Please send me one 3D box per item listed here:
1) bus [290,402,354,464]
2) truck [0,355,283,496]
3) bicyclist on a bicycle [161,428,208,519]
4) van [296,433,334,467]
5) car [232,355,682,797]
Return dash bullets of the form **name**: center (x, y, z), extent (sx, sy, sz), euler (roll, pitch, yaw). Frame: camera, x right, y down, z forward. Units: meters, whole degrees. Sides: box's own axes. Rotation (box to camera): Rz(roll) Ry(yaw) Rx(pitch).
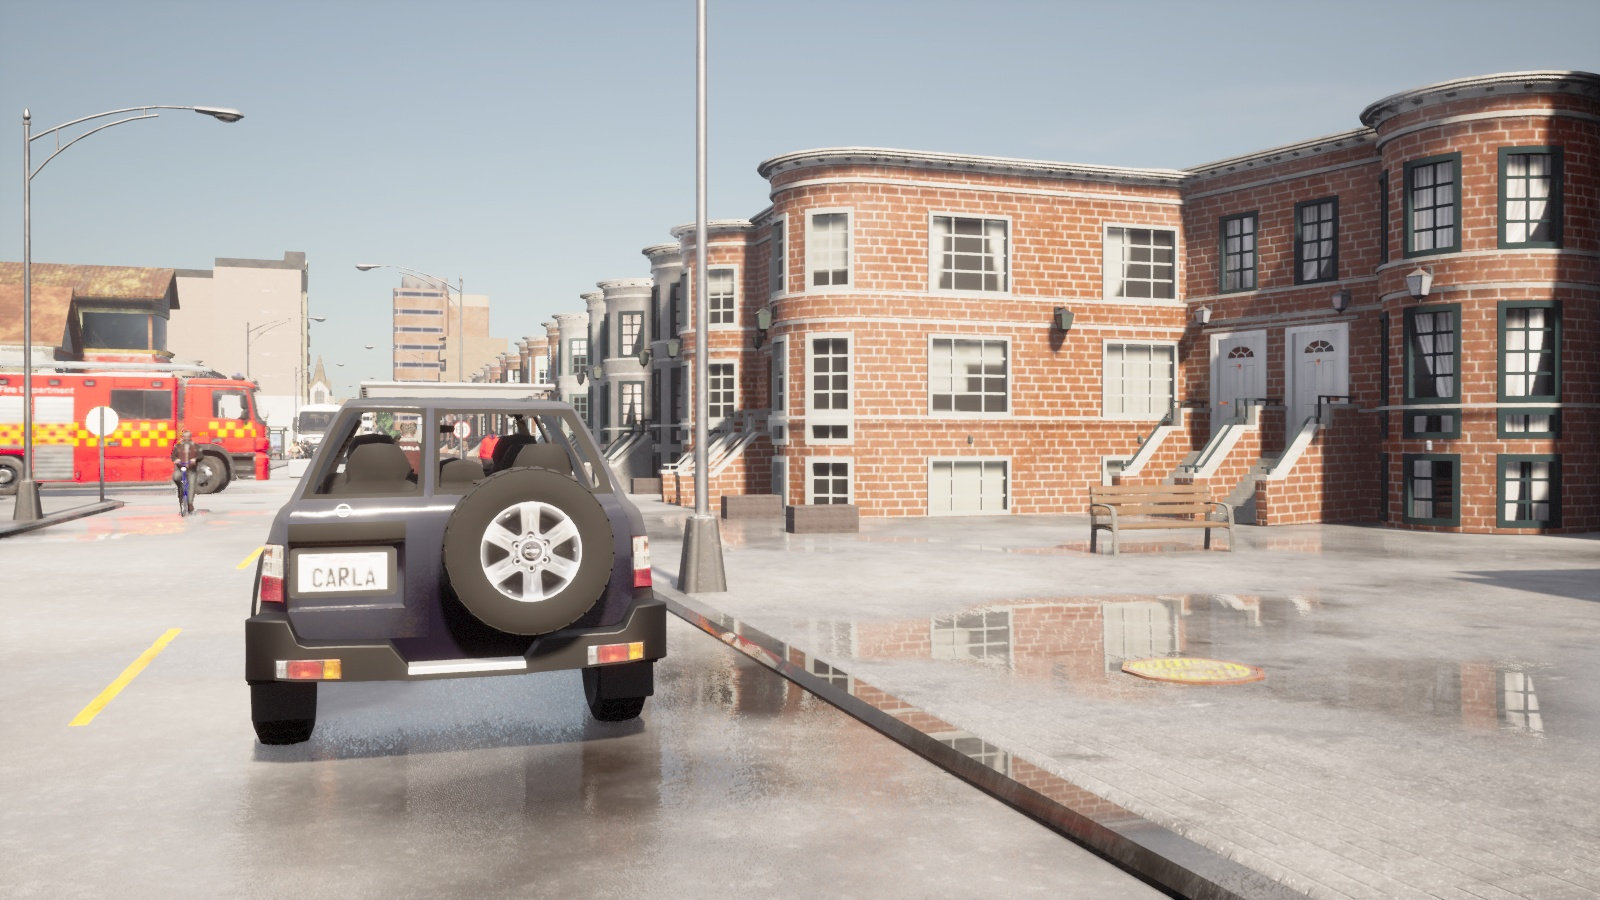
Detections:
- **bus**: center (-34.491, -1.190, 90.962), extent (3.944, 4.253, 10.273), euler (0, 0, -19)
- **truck**: center (-19.621, -0.653, 36.428), extent (8.468, 3.827, 2.891), euler (0, 0, -21)
- **bicyclist on a bicycle**: center (-12.462, 0.455, 25.465), extent (0.659, 1.776, 1.843), euler (0, 0, -20)
- **van**: center (-30.448, -0.017, 78.948), extent (2.069, 2.038, 4.480), euler (0, 0, -19)
- **car**: center (-2.210, 0.515, 7.759), extent (1.932, 1.855, 4.605), euler (0, 0, -19)
